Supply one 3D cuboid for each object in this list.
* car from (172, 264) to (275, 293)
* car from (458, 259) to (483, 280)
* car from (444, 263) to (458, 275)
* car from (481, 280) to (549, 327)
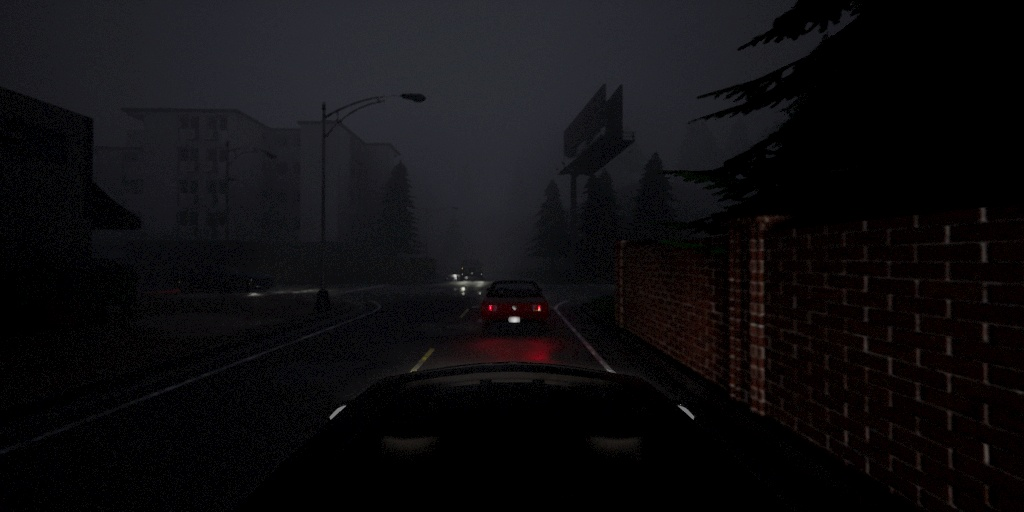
[{"bbox_3d":[-16.176,1.243,20.290,5.008,1.535,1.882,0,-1,0],"label":"car"},{"bbox_3d":[-4.198,1.332,36.698,2.150,2.045,5.566,0,-1,-8],"label":"car"},{"bbox_3d":[-7.499,1.742,49.010,1.837,1.490,4.892,0,-1,-24],"label":"car"},{"bbox_3d":[0.079,1.456,11.902,1.895,1.301,4.718,0,-1,0],"label":"car"}]
